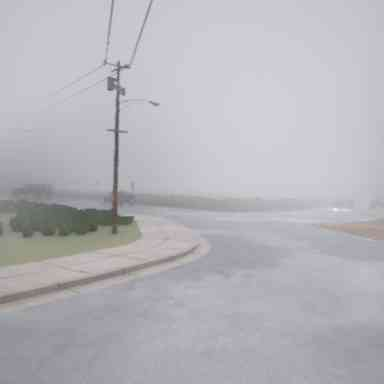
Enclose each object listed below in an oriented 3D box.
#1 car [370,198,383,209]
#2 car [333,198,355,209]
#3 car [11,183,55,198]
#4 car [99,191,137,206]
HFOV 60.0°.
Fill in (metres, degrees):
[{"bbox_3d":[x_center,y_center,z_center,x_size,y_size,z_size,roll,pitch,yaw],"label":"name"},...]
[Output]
[{"bbox_3d":[24.446,1.482,43.226,2.128,1.511,4.902,2,1,37],"label":"car"},{"bbox_3d":[19.531,1.418,42.681,1.994,1.385,4.181,2,1,37],"label":"car"},{"bbox_3d":[-21.069,-0.181,44.176,5.566,2.045,2.150,2,0,12],"label":"car"},{"bbox_3d":[-7.960,0.649,35.643,4.892,1.490,1.837,3,2,40],"label":"car"}]
